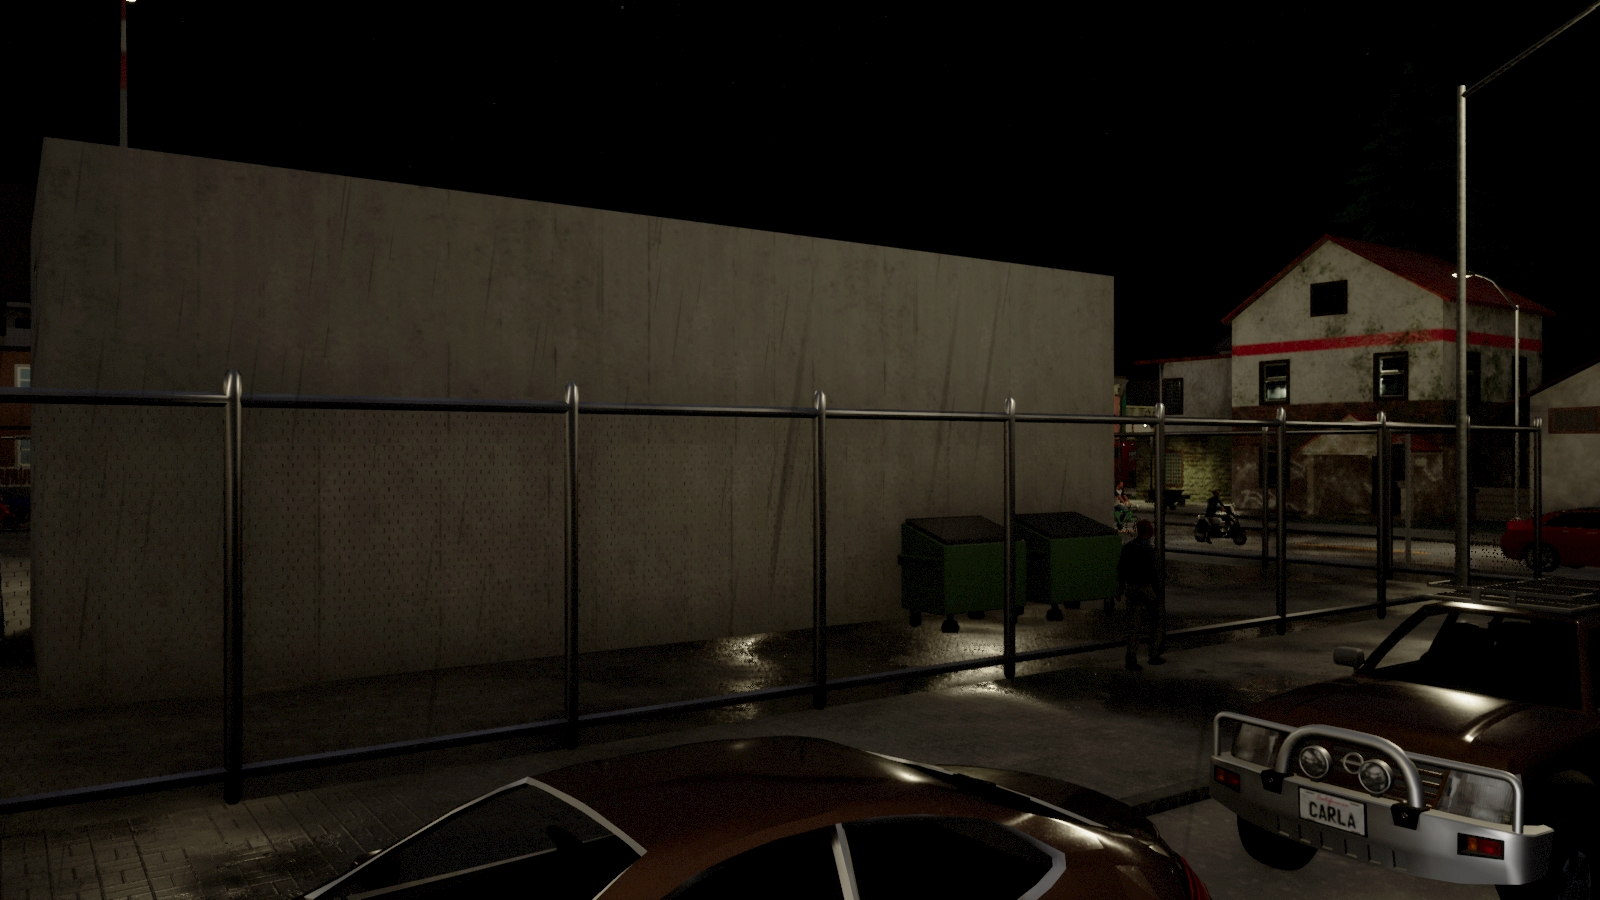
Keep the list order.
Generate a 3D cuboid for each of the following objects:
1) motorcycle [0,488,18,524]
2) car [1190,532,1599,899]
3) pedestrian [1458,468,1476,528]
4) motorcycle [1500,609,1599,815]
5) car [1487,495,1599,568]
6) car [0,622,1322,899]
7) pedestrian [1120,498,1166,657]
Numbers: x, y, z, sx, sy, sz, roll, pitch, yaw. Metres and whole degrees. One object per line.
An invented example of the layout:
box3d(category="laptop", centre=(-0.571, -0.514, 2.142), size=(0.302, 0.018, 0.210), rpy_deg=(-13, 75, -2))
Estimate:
box3d(category="motorcycle", centre=(-28.389, 1.962, 39.888), size=(1.805, 1.236, 0.856), rpy_deg=(0, 0, -35))
box3d(category="car", centre=(4.948, 1.640, 7.839), size=(4.605, 1.855, 1.932), rpy_deg=(0, 0, -35))
box3d(category="pedestrian", centre=(20.942, 1.510, 35.871), size=(0.375, 1.860, 0.375), rpy_deg=(0, 0, -34))
box3d(category="motorcycle", centre=(6.256, 1.958, 8.768), size=(1.805, 1.236, 0.856), rpy_deg=(0, 0, -35))
box3d(category="car", centre=(18.382, 1.831, 25.356), size=(2.231, 1.480, 4.892), rpy_deg=(0, 0, -34))
box3d(category="car", centre=(-0.619, 1.771, 3.955), size=(5.027, 1.651, 2.152), rpy_deg=(0, 0, -35))
box3d(category="pedestrian", centre=(4.125, 1.513, 13.756), size=(0.375, 1.860, 0.375), rpy_deg=(0, 0, -35))
